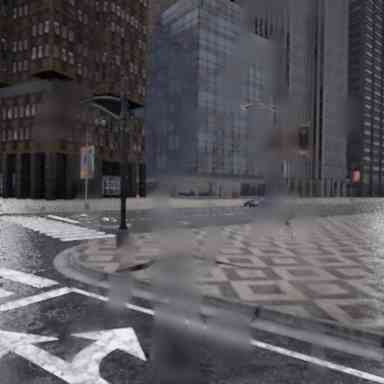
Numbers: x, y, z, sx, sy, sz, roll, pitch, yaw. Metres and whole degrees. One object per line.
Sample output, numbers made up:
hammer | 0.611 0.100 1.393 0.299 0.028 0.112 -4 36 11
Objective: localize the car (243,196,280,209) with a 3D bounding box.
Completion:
car | 8.644 1.257 40.858 5.357 1.411 2.033 0 1 -40
